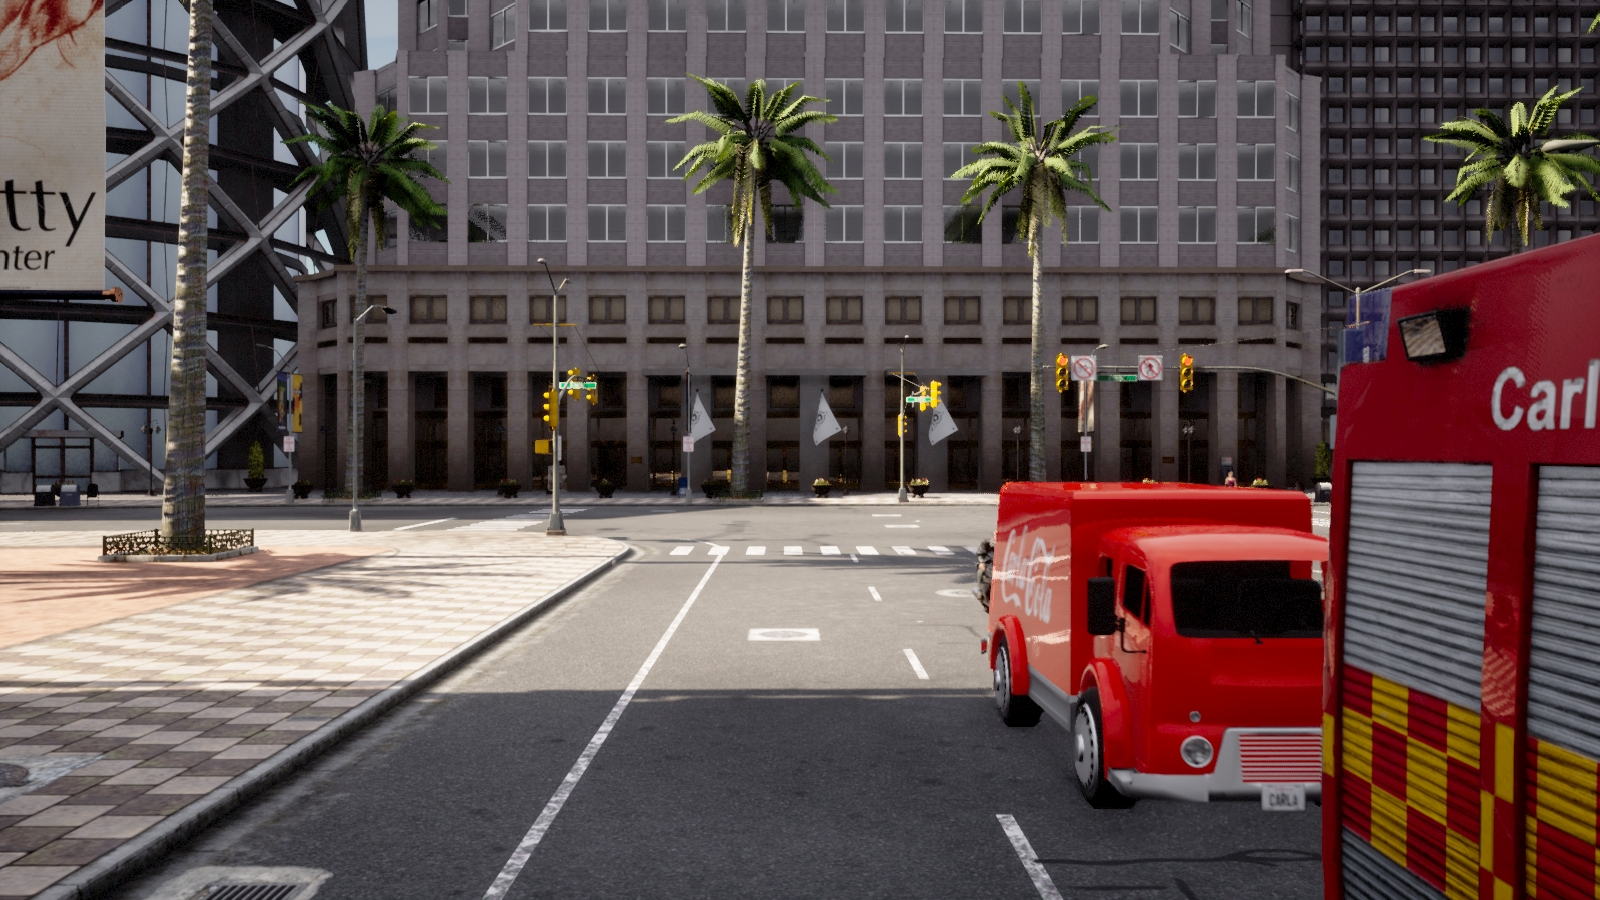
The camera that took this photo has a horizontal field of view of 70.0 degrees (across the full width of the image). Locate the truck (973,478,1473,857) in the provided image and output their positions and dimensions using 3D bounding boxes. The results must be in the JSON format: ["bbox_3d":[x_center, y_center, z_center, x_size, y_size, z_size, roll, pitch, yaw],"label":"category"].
[{"bbox_3d":[3.311,1.566,10.482,2.627,2.467,5.204,0,0,0],"label":"truck"}]

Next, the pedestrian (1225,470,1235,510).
[{"bbox_3d":[19.868,1.848,52.758,0.375,1.860,0.375,0,0,12],"label":"pedestrian"}]

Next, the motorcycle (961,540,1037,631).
[{"bbox_3d":[3.257,2.205,18.942,0.867,1.251,2.209,0,0,0],"label":"motorcycle"}]
